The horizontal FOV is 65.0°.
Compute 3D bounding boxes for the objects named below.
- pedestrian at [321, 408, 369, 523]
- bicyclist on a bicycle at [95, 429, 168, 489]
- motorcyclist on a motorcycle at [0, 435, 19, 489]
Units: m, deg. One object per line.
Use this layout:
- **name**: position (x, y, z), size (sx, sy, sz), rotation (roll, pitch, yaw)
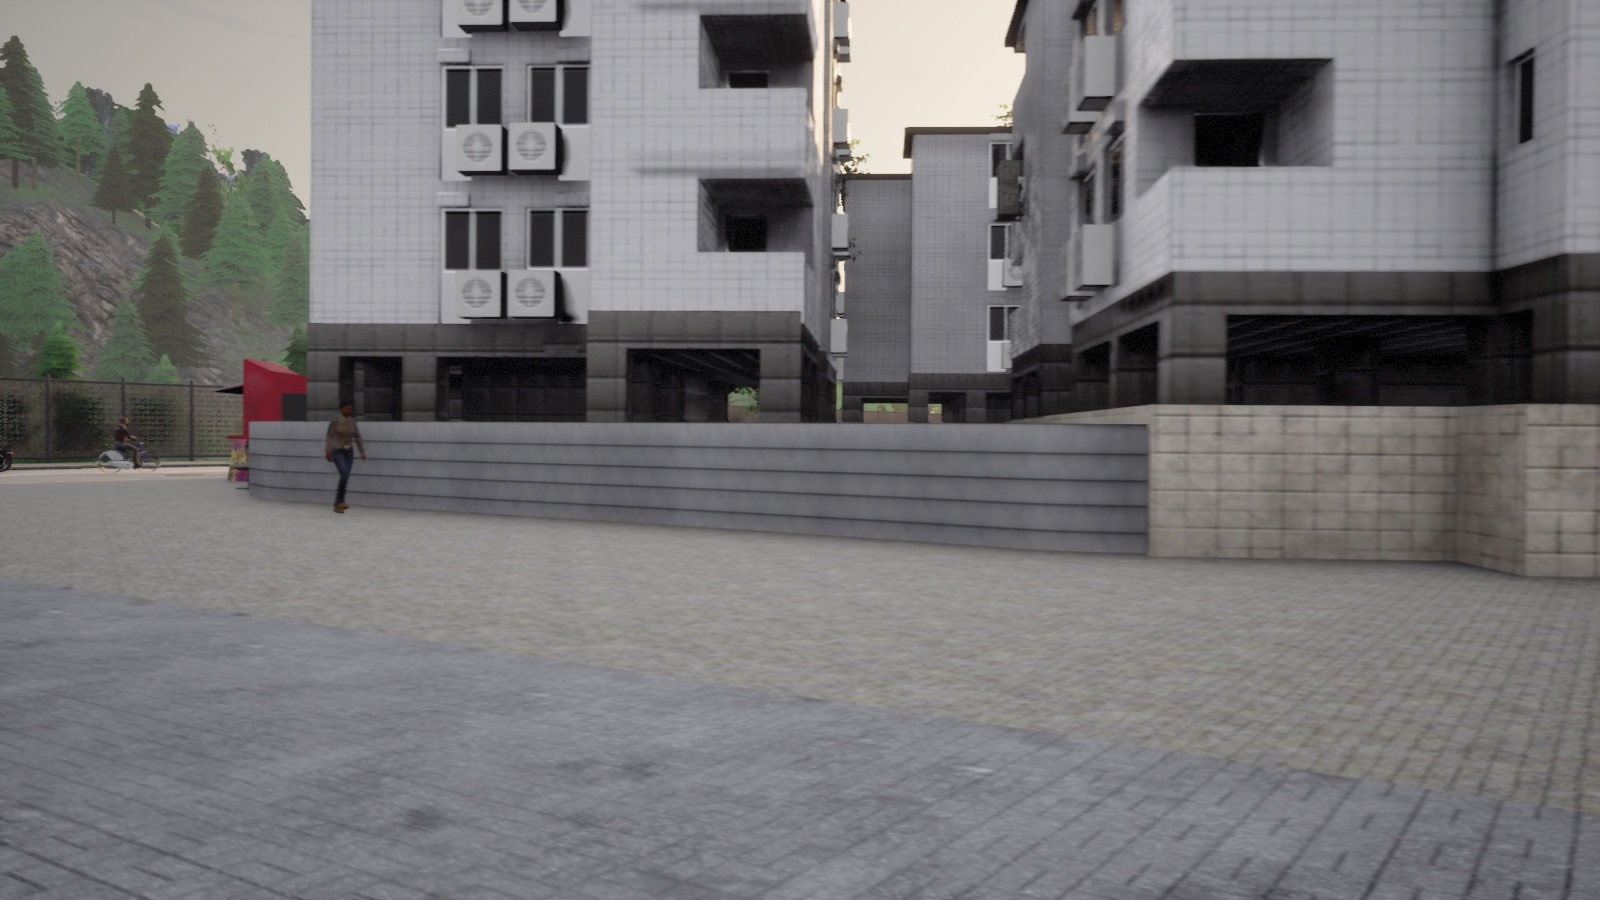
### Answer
- **pedestrian**: position (-7.285, 0.233, 20.100), size (0.869, 1.805, 0.328), rotation (0, 1, 42)
- **bicyclist on a bicycle**: position (-20.539, 0.261, 38.616), size (0.659, 1.776, 1.843), rotation (0, 1, 33)
- **motorcyclist on a motorcycle**: position (-25.410, 0.386, 38.517), size (0.766, 1.649, 2.350), rotation (0, 1, 34)
